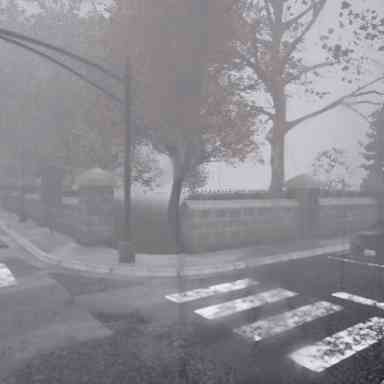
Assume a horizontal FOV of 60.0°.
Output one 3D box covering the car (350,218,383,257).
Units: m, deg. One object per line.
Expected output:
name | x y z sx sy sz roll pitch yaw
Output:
car | 7.447 1.562 11.866 4.313 1.339 1.947 0 0 -35
